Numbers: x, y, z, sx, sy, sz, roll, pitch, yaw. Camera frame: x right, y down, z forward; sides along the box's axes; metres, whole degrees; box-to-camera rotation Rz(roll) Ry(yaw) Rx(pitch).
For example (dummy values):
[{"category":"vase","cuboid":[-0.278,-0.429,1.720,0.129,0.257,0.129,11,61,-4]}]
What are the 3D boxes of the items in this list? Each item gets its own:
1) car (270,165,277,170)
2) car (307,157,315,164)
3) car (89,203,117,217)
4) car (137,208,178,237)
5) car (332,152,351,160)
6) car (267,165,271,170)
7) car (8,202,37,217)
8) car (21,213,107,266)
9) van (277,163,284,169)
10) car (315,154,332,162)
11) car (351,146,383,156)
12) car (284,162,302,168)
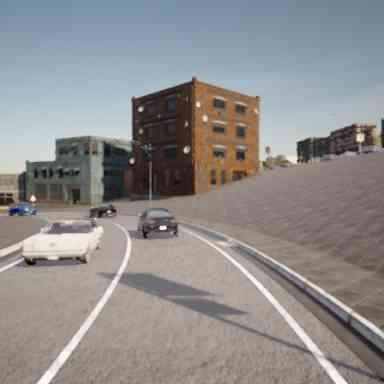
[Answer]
[{"category":"car","cuboid":[20.676,-5.373,78.439,2.002,1.452,4.674,0,1,-1]},{"category":"car","cuboid":[21.149,-5.114,56.388,2.185,1.767,4.553,0,1,-1]},{"category":"car","cuboid":[-10.010,1.965,37.099,1.882,1.535,5.008,-1,-1,-33]},{"category":"car","cuboid":[-1.956,1.604,18.411,1.812,1.442,4.674,0,-1,-14]},{"category":"car","cuboid":[21.389,-4.707,45.200,2.002,1.452,4.674,0,1,-1]},{"category":"car","cuboid":[20.558,-5.757,83.920,2.435,2.045,5.566,0,1,-1]},{"category":"car","cuboid":[-24.597,2.510,48.213,5.566,2.045,2.150,-3,-1,40]},{"category":"car","cuboid":[-4.372,1.641,11.903,1.895,1.301,4.718,0,0,-8]},{"category":"van","cuboid":[20.797,-5.538,72.794,1.878,1.987,4.442,0,1,-1]},{"category":"car","cuboid":[21.267,-4.997,50.870,2.185,1.767,4.553,0,1,-1]},{"category":"car","cuboid":[21.507,-4.752,39.705,2.185,1.767,4.553,0,1,-1]},{"category":"car","cuboid":[20.912,-5.210,67.402,2.231,1.521,4.892,0,1,-1]}]
